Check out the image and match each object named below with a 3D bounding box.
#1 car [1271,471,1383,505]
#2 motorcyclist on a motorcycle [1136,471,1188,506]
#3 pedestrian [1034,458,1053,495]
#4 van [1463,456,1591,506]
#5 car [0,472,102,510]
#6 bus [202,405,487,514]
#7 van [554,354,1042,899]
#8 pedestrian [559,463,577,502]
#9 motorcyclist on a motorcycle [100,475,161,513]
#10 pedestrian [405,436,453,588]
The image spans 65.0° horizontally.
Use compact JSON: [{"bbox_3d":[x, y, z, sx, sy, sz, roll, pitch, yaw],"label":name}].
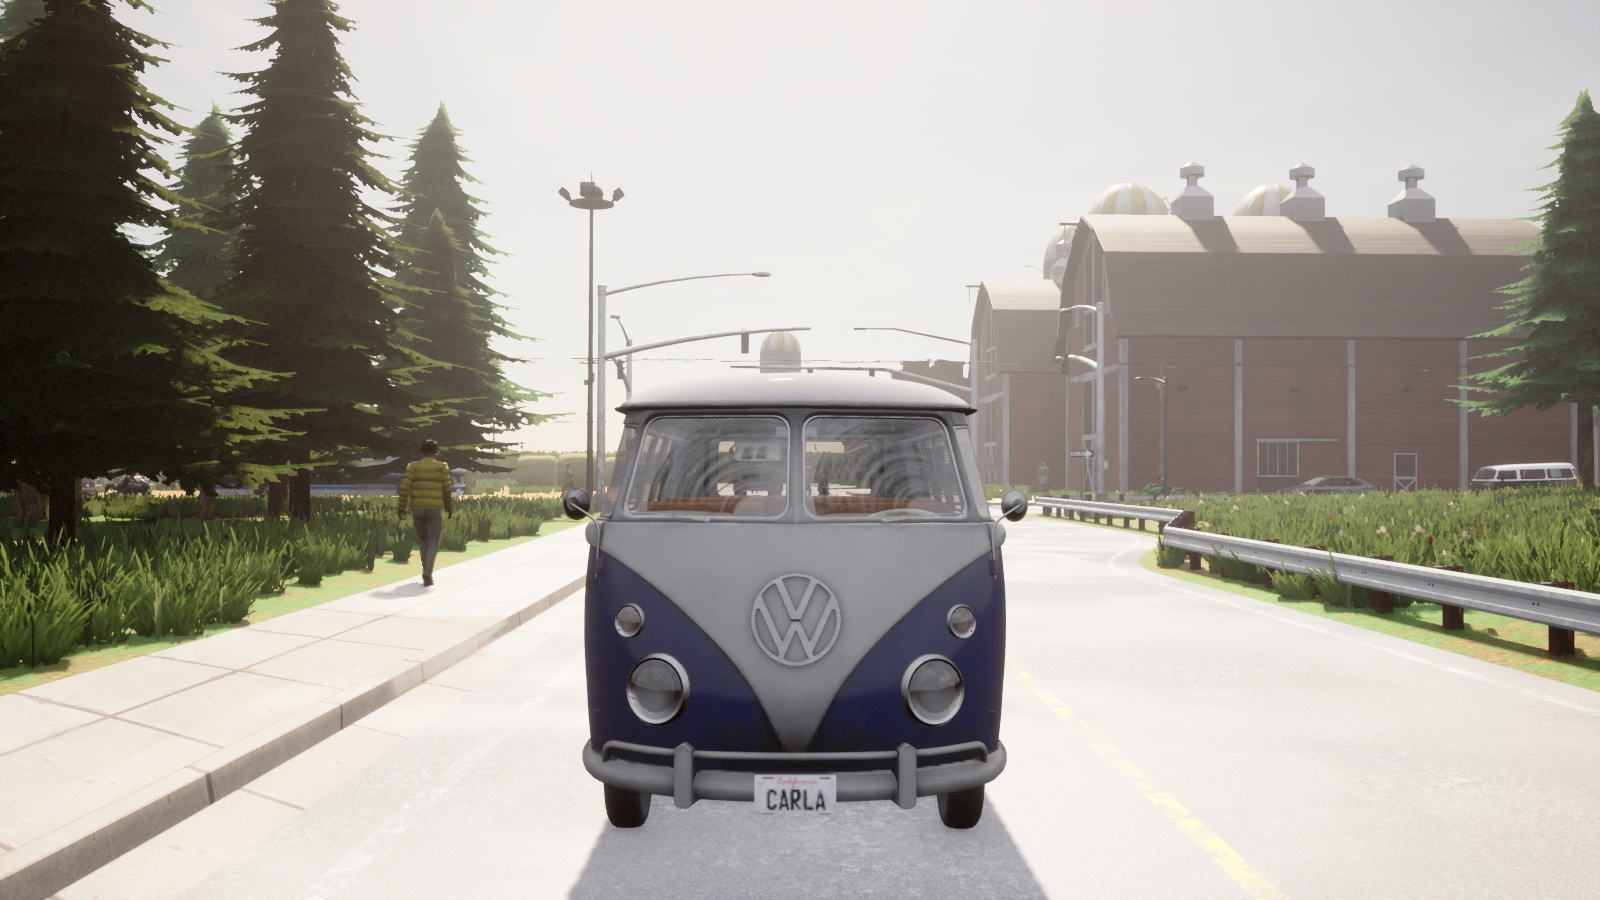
[{"bbox_3d":[23.452,1.699,55.983,4.193,1.474,1.816,0,-1,-1],"label":"car"},{"bbox_3d":[16.080,1.694,55.812,2.044,1.523,0.797,0,-1,-1],"label":"motorcyclist on a motorcycle"},{"bbox_3d":[13.123,1.438,67.618,0.659,1.952,0.873,-1,-1,39],"label":"pedestrian"},{"bbox_3d":[32.484,1.364,56.198,4.480,2.038,2.069,-2,-1,-1],"label":"van"},{"bbox_3d":[-32.903,1.787,54.674,3.988,1.617,1.851,0,-1,-1],"label":"car"},{"bbox_3d":[-18.437,0.402,51.531,10.273,4.253,3.944,0,-1,-1],"label":"bus"},{"bbox_3d":[-0.024,0.681,6.802,1.775,1.987,4.442,0,-1,0],"label":"van"},{"bbox_3d":[-10.919,1.519,59.010,0.694,1.848,0.540,0,-1,9],"label":"pedestrian"},{"bbox_3d":[-27.342,1.792,51.301,2.044,1.523,0.797,0,-1,-1],"label":"motorcyclist on a motorcycle"},{"bbox_3d":[-4.579,0.755,15.526,0.431,1.840,0.709,0,-1,-5],"label":"pedestrian"}]
